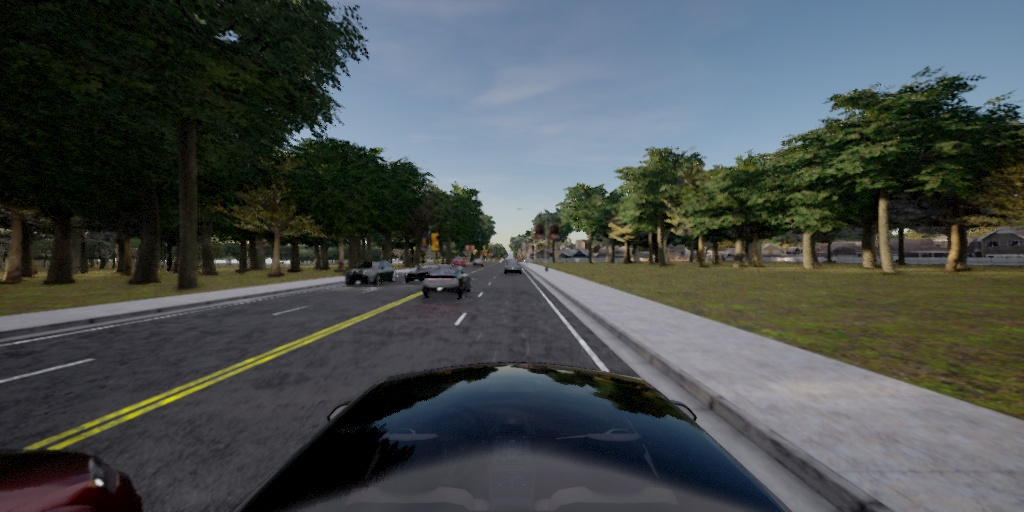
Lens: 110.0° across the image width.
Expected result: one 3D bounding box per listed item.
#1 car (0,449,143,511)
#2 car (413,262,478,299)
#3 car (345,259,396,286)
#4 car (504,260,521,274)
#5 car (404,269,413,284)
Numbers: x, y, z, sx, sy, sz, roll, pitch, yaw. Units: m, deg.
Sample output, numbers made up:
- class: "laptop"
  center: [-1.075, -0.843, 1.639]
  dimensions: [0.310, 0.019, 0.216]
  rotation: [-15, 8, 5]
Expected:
- class: "car"
  center: [-3.150, 1.314, 0.328]
  dimensions: [1.994, 1.385, 4.181]
  rotation: [0, 0, 0]
- class: "car"
  center: [-3.153, 1.242, 18.074]
  dimensions: [2.128, 1.511, 4.902]
  rotation: [0, 0, 0]
- class: "car"
  center: [-9.850, 1.105, 25.206]
  dimensions: [2.097, 1.767, 4.553]
  rotation: [0, 0, 0]
- class: "car"
  center: [0.093, 1.339, 42.070]
  dimensions: [1.994, 1.385, 4.181]
  rotation: [0, 0, 0]
- class: "car"
  center: [-6.602, 1.355, 26.985]
  dimensions: [1.895, 1.301, 4.718]
  rotation: [0, 0, 0]
